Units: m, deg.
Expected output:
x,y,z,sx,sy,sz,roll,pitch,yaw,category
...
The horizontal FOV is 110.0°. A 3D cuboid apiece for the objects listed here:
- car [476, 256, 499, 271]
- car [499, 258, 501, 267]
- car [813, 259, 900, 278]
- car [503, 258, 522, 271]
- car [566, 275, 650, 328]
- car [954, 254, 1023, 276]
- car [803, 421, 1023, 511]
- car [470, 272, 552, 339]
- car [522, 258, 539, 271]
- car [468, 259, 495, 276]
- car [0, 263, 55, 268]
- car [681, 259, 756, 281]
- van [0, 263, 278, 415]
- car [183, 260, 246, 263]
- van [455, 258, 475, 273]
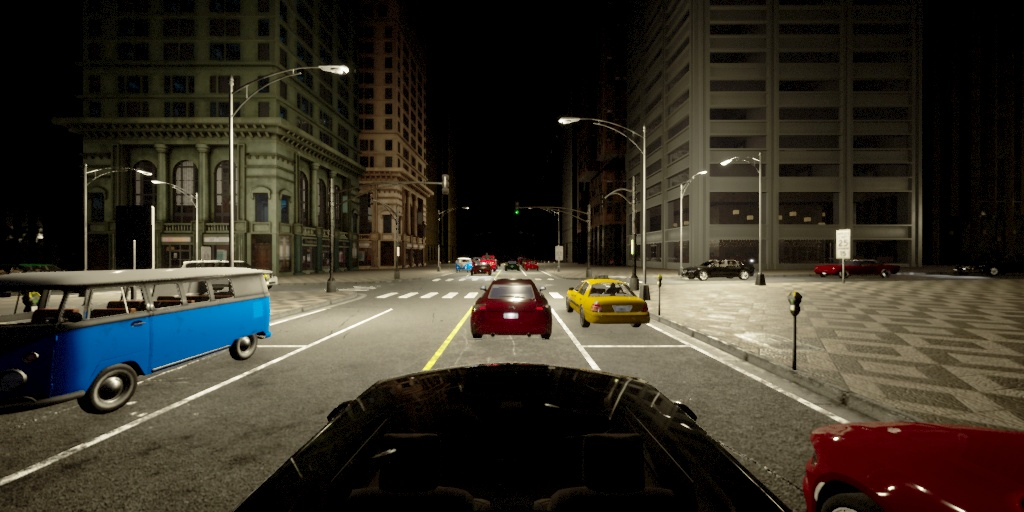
x,y,z,sx,sy,sz,roll,pitch,yaw,category
-3.183,0.996,47.394,2.150,2.045,5.566,0,0,-1,car
-3.184,1.385,57.201,1.895,1.301,4.718,0,0,0,car
24.788,0.909,25.944,4.718,1.301,1.895,-1,0,0,car
0.011,1.342,50.919,1.994,1.385,4.181,0,0,0,car
2.753,1.278,11.259,1.751,1.417,4.829,0,0,0,car
35.120,0.645,25.915,4.892,1.490,1.837,-1,0,0,car
2.766,1.295,0.509,1.888,1.381,4.507,0,0,0,car
0.021,1.316,10.091,1.994,1.385,4.181,0,0,1,car
2.695,1.321,49.181,1.888,1.381,4.507,0,0,0,car
-3.155,1.330,37.767,1.994,1.385,4.181,0,0,1,car
-30.630,1.490,22.856,5.566,2.045,2.150,-1,0,1,car
14.869,0.979,25.965,4.892,1.490,1.837,-1,0,0,car
-5.769,1.091,5.675,1.690,1.789,3.998,0,0,0,van
-18.115,1.270,22.867,5.566,2.045,2.150,-1,0,3,car
-5.851,1.112,43.659,1.690,1.789,3.998,0,0,0,van
